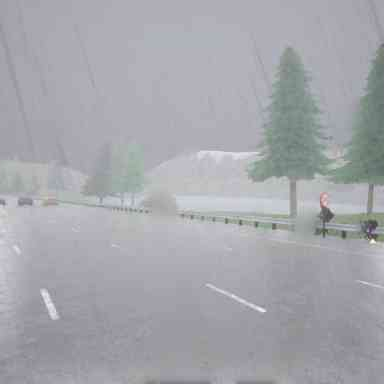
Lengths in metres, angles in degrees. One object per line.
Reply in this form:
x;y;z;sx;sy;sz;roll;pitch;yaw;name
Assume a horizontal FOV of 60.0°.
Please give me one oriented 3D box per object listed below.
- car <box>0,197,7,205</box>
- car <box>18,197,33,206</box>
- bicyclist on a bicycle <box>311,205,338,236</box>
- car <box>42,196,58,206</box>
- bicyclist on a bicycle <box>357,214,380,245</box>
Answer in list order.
-32.451;1.526;56.119;1.812;1.442;4.674;0;0;-32;car
-27.542;1.491;54.965;2.128;1.511;4.902;0;0;-33;car
6.761;1.418;16.918;1.656;1.620;0.582;4;-2;-17;bicyclist on a bicycle
-23.640;1.478;55.371;1.882;1.535;5.008;0;0;-33;car
7.825;1.725;14.604;1.620;1.656;0.582;-3;2;-35;bicyclist on a bicycle
